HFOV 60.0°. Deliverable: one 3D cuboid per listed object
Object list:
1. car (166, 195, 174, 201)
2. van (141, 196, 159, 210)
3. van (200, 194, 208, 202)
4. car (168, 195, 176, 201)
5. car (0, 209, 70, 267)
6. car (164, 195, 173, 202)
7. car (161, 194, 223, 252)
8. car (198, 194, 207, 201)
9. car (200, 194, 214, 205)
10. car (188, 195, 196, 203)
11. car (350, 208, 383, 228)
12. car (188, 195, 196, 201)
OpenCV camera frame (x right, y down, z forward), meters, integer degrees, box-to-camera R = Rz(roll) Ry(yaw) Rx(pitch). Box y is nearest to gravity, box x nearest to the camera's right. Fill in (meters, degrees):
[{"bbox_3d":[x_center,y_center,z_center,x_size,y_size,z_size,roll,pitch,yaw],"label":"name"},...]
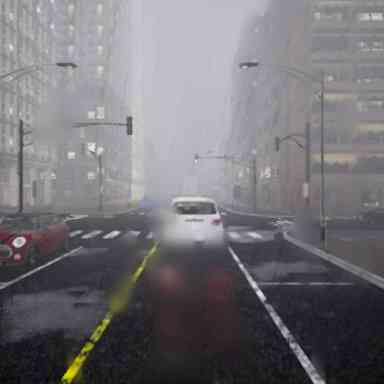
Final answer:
[{"bbox_3d":[-5.700,1.628,87.972,1.752,1.417,4.829,0,0,0],"label":"car"},{"bbox_3d":[-5.696,1.381,43.735,1.690,1.788,3.998,0,0,0],"label":"van"},{"bbox_3d":[2.681,1.426,77.042,1.690,1.788,3.998,0,0,0],"label":"van"},{"bbox_3d":[-5.700,1.663,93.693,2.008,1.369,4.403,0,0,0],"label":"car"},{"bbox_3d":[-5.693,1.449,11.260,1.967,1.590,4.097,0,0,0],"label":"car"},{"bbox_3d":[-5.700,1.534,82.591,1.967,1.590,4.097,0,0,0],"label":"car"},{"bbox_3d":[-0.060,1.232,14.132,2.150,2.045,5.566,0,0,-3],"label":"car"},{"bbox_3d":[2.680,1.417,88.144,2.192,1.841,5.009,0,0,0],"label":"car"},{"bbox_3d":[2.683,1.376,60.390,2.192,1.841,5.009,0,0,0],"label":"car"},{"bbox_3d":[-0.004,1.549,72.814,1.882,1.535,5.008,0,0,0],"label":"car"},{"bbox_3d":[14.039,1.885,24.654,4.181,1.385,1.994,1,0,-1],"label":"car"},{"bbox_3d":[-0.006,1.422,83.237,1.882,1.535,5.008,0,0,0],"label":"car"}]
